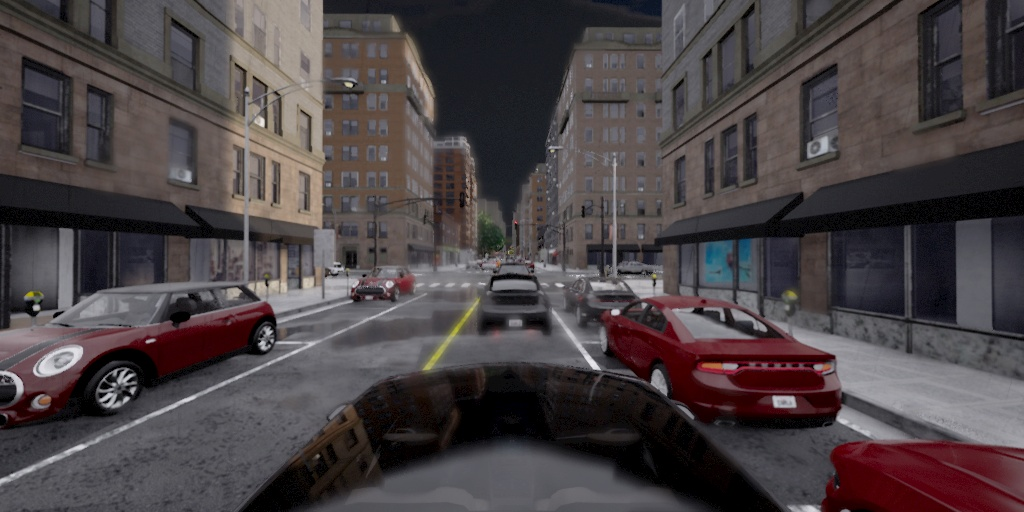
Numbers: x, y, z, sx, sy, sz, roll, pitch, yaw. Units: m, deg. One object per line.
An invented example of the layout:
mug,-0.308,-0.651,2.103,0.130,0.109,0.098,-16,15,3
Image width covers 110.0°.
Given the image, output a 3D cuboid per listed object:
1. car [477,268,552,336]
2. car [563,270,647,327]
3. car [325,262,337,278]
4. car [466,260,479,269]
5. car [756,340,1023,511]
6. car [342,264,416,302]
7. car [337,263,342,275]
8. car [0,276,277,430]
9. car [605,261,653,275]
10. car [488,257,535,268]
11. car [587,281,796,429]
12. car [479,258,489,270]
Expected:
car,0.041,1.256,10.435,1.837,1.490,4.892,0,0,-1
car,2.663,1.302,11.236,2.007,1.370,4.403,0,0,0
car,-17.535,1.125,29.473,5.008,1.535,1.882,0,0,-2
car,-6.024,1.340,55.079,2.007,1.370,4.403,0,0,-1
car,2.671,1.295,0.253,1.888,1.381,4.507,0,0,0
car,-5.867,1.193,16.719,1.967,1.591,4.097,0,0,0
car,-18.433,0.891,32.714,5.566,2.045,2.150,0,0,-1
car,-5.860,1.190,5.732,1.967,1.591,4.097,0,0,0
car,11.686,1.320,36.265,4.902,1.511,2.128,0,0,-2
car,0.085,1.106,18.070,2.097,1.767,4.553,0,0,0
car,2.667,1.295,5.745,1.888,1.381,4.507,0,0,0
car,-3.230,1.385,51.100,1.895,1.301,4.718,0,0,0
